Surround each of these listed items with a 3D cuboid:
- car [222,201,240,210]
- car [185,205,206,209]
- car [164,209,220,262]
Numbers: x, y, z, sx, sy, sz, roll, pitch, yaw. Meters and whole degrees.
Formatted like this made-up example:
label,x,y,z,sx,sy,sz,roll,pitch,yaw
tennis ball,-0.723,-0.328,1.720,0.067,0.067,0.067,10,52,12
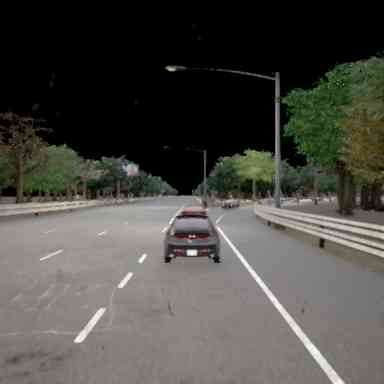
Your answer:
label,x,y,z,sx,sy,sz,roll,pitch,yaw
car,6.116,2.035,51.302,1.895,1.301,4.718,0,-1,22
car,0.256,1.707,24.852,1.882,1.535,5.008,0,-1,4
car,0.003,1.613,12.511,1.837,1.490,4.892,0,0,0
